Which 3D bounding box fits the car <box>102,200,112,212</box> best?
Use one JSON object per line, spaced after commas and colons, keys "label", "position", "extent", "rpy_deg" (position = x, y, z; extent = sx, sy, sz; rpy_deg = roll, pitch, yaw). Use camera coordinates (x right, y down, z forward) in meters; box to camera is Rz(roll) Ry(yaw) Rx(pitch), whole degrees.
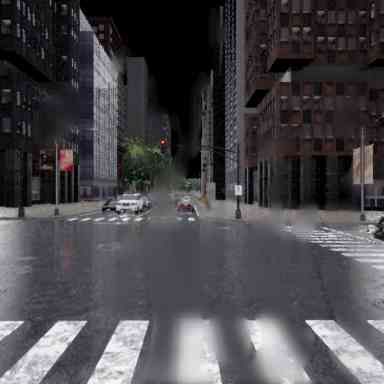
{"label": "car", "position": [-9.237, 1.570, 38.873], "extent": [1.947, 1.339, 4.313], "rpy_deg": [0, 0, -1]}

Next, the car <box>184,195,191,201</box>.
{"label": "car", "position": [-1.162, 1.565, 87.772], "extent": [1.967, 1.590, 4.097], "rpy_deg": [0, 0, -1]}

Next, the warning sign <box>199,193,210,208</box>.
{"label": "warning sign", "position": [1.565, 1.127, 42.641], "extent": [1.300, 1.860, 1.060], "rpy_deg": [0, 0, -1]}

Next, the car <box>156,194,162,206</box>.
{"label": "car", "position": [-6.712, 1.393, 55.738], "extent": [2.097, 1.767, 4.553], "rpy_deg": [0, 0, 0]}

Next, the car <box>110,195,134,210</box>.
{"label": "car", "position": [-9.288, 1.331, 44.300], "extent": [2.192, 1.841, 5.009], "rpy_deg": [0, 0, -1]}

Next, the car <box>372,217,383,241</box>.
{"label": "car", "position": [10.745, 1.729, 14.213], "extent": [5.357, 1.411, 2.033], "rpy_deg": [1, 0, 0]}

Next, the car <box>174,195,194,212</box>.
{"label": "car", "position": [-0.713, 1.444, 38.949], "extent": [1.967, 1.590, 4.097], "rpy_deg": [0, 0, -1]}

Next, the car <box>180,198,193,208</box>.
{"label": "car", "position": [-0.812, 1.609, 49.798], "extent": [1.802, 1.307, 4.206], "rpy_deg": [0, 0, -1]}

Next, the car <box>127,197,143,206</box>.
{"label": "car", "position": [-9.385, 1.564, 54.981], "extent": [1.752, 1.417, 4.829], "rpy_deg": [0, 0, -1]}

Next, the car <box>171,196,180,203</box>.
{"label": "car", "position": [-3.807, 1.686, 75.780], "extent": [1.895, 1.301, 4.718], "rpy_deg": [0, 0, -1]}

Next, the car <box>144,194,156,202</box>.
{"label": "car", "position": [-9.587, 1.409, 76.854], "extent": [2.192, 1.841, 5.009], "rpy_deg": [0, 0, -1]}

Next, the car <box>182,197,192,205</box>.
{"label": "car", "position": [-0.912, 1.597, 60.648], "extent": [1.887, 1.381, 4.507], "rpy_deg": [0, 0, -1]}

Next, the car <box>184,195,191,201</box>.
{"label": "car", "position": [-1.212, 1.686, 93.197], "extent": [1.887, 1.381, 4.507], "rpy_deg": [0, 0, -1]}

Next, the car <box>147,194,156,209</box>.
{"label": "car", "position": [-6.629, 1.370, 45.536], "extent": [2.097, 1.767, 4.553], "rpy_deg": [0, 0, 0]}

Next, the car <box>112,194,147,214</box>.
{"label": "car", "position": [-6.542, 1.219, 35.511], "extent": [2.150, 2.045, 5.566], "rpy_deg": [0, 0, -1]}

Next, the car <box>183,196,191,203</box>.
{"label": "car", "position": [-1.013, 1.605, 71.667], "extent": [1.752, 1.417, 4.829], "rpy_deg": [0, 0, -1]}

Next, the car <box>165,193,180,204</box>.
{"label": "car", "position": [-3.618, 1.556, 65.591], "extent": [2.128, 1.511, 4.902], "rpy_deg": [0, 0, 0]}

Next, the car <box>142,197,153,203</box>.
{"label": "car", "position": [-9.536, 1.661, 71.428], "extent": [1.802, 1.307, 4.206], "rpy_deg": [0, 0, -1]}
